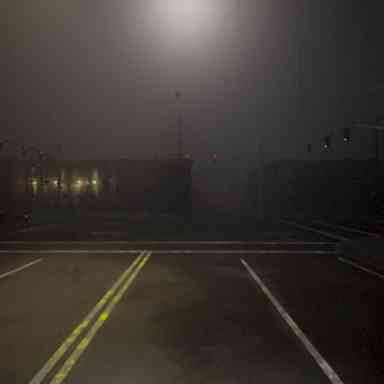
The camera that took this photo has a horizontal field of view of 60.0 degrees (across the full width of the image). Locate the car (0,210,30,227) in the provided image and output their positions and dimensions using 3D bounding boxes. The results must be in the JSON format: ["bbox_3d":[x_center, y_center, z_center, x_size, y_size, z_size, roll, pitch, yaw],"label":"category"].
[{"bbox_3d":[-13.842,1.965,23.178,4.674,1.442,1.812,-14,0,0],"label":"car"}]
